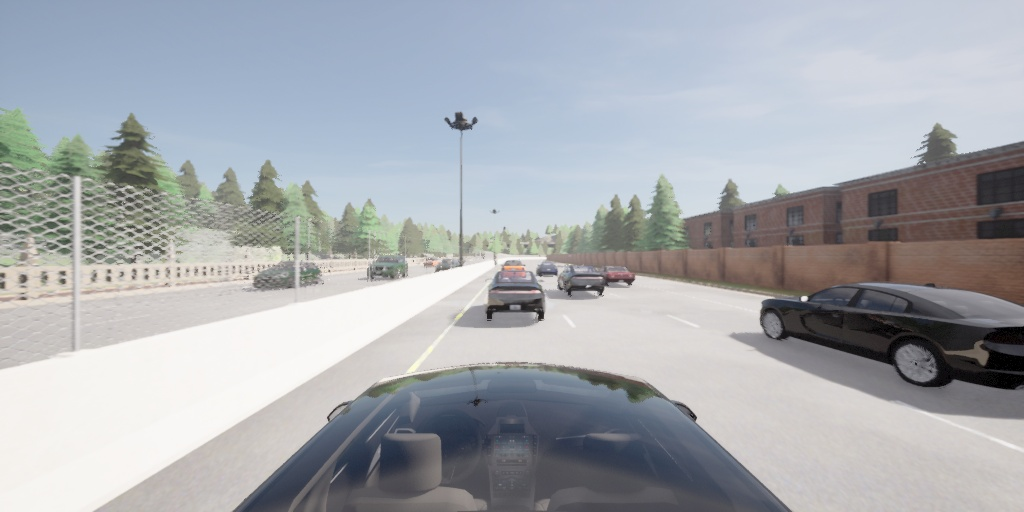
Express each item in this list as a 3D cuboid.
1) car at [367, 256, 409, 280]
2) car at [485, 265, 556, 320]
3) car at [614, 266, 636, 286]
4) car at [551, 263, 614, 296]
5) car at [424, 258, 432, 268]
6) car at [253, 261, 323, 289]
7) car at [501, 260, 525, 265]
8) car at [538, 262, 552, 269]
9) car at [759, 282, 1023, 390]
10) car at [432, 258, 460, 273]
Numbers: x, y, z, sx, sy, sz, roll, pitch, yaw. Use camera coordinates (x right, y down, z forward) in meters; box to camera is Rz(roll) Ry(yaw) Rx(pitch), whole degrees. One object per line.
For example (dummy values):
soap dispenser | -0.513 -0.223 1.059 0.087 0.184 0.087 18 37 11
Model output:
car | -10.588 0.973 31.142 2.150 2.045 5.566 0 0 0
car | 0.098 1.242 12.564 2.128 1.511 4.902 0 0 0
car | 7.103 1.352 25.535 1.895 1.301 4.718 0 0 0
car | 3.603 1.242 19.302 2.128 1.511 4.902 0 0 0
car | -14.010 1.105 63.453 2.097 1.767 4.553 0 0 1
car | -14.094 1.103 22.866 2.097 1.767 4.553 0 0 0
car | 0.105 1.103 30.525 2.097 1.767 4.553 0 0 0
car | 3.607 1.315 37.276 1.994 1.385 4.181 0 0 0
car | 7.101 1.228 6.915 1.882 1.535 5.008 0 0 0
car | -7.082 1.104 39.990 2.097 1.767 4.553 0 0 0
